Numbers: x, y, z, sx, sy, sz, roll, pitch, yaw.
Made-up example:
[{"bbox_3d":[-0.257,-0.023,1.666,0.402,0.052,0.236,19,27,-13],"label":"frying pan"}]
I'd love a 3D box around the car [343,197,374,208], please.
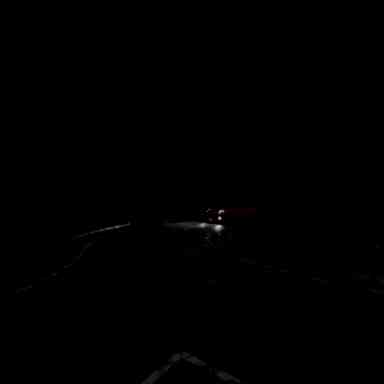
[{"bbox_3d":[33.100,2.084,67.743,5.566,2.045,2.435,0,-1,43],"label":"car"}]

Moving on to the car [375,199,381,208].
[{"bbox_3d":[36.842,2.261,71.719,5.566,2.045,2.435,0,-2,43],"label":"car"}]

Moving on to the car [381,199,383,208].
[{"bbox_3d":[40.614,2.728,76.003,5.366,1.575,1.946,0,-2,44],"label":"car"}]

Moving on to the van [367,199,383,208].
[{"bbox_3d":[44.594,2.744,79.752,4.442,1.987,1.878,0,-2,44],"label":"van"}]

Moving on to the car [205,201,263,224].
[{"bbox_3d":[3.199,1.444,25.284,4.553,1.767,2.097,1,0,-34],"label":"car"}]
